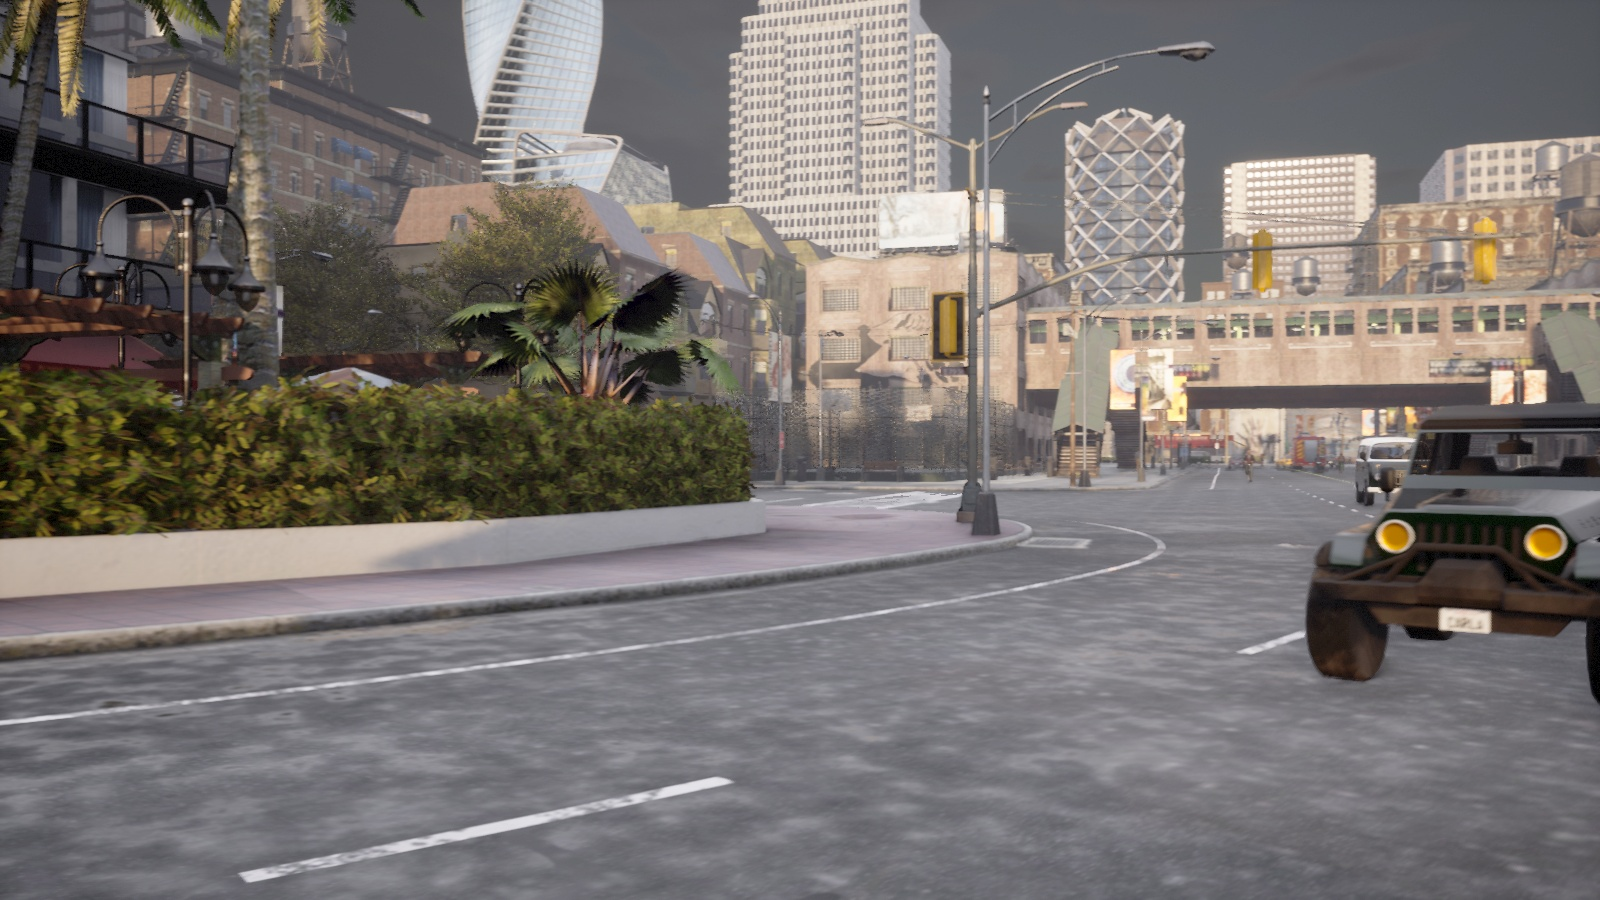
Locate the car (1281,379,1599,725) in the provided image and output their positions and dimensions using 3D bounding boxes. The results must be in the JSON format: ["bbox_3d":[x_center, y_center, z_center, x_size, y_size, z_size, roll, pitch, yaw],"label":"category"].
[{"bbox_3d":[4.973,0.557,8.768,1.905,1.878,3.866,0,0,39],"label":"car"}]

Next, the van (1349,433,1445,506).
[{"bbox_3d":[17.706,0.545,37.437,2.069,2.038,4.480,0,0,19],"label":"van"}]
